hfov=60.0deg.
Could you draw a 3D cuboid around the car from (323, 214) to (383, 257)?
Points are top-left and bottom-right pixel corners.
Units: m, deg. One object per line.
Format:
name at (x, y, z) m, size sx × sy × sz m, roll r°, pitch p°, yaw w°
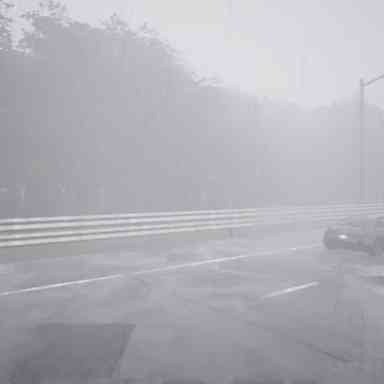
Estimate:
car at (7.031, 1.558, 13.054) m, size 4.181 × 1.385 × 1.994 m, roll 0°, pitch 1°, yaw -35°
